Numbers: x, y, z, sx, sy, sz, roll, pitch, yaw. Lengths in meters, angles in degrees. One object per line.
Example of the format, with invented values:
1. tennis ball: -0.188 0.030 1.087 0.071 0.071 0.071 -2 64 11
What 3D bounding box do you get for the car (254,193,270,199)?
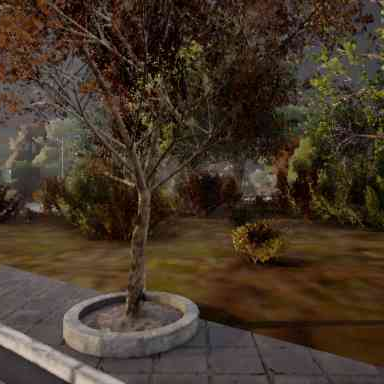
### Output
1. car: 19.310 1.188 92.644 1.837 1.490 4.892 1 0 32
